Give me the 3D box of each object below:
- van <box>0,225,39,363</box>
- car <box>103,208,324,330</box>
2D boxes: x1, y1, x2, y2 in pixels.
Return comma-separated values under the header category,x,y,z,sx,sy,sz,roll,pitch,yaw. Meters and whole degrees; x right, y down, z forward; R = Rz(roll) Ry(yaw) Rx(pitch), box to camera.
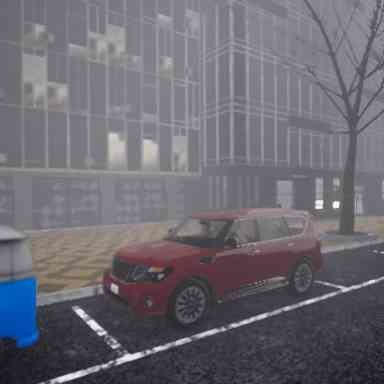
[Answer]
category,x,y,z,sx,sy,sz,roll,pitch,yaw
van,-3.898,1.341,3.787,3.998,1.788,1.690,0,0,-36
car,0.740,1.314,7.096,5.009,1.841,2.192,0,0,-36
